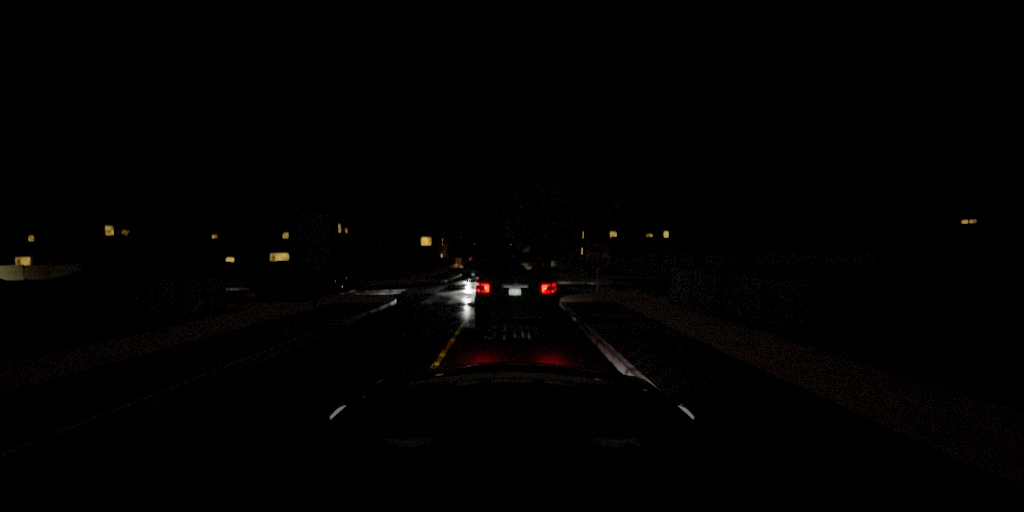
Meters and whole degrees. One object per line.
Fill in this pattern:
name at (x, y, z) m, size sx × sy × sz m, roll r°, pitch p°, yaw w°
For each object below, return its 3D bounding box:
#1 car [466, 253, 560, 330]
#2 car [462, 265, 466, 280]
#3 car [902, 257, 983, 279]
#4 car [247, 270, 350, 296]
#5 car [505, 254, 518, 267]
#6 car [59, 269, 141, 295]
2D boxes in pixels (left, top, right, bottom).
car at (0.265, 0.916, 11.019) m, size 2.150 × 2.045 × 5.566 m, roll 0°, pitch 0°, yaw 4°
car at (-2.897, 1.098, 29.054) m, size 2.128 × 1.511 × 4.902 m, roll 0°, pitch 0°, yaw 0°
car at (25.146, 0.820, 20.187) m, size 5.008 × 1.535 × 1.882 m, roll -1°, pitch 2°, yaw 0°
car at (-11.691, 1.438, 19.942) m, size 4.718 × 1.301 × 1.895 m, roll -1°, pitch 2°, yaw -3°
car at (-0.105, 0.719, 60.899) m, size 2.150 × 2.045 × 5.566 m, roll 0°, pitch 0°, yaw 0°
car at (-22.131, 1.495, 19.731) m, size 4.892 × 1.490 × 1.837 m, roll 0°, pitch 2°, yaw -1°
